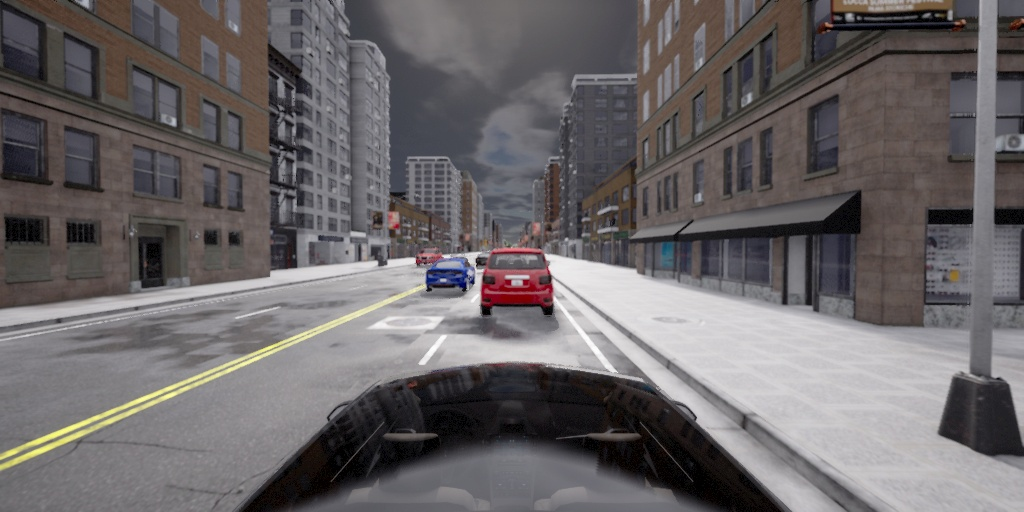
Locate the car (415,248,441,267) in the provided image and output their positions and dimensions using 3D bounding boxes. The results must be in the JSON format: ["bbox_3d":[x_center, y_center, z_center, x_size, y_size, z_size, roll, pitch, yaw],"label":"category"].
[{"bbox_3d":[-9.502,0.128,41.523,2.150,2.045,5.566,0,1,1],"label":"car"}]

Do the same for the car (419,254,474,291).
[{"bbox_3d":[-3.014,0.873,18.340,1.882,1.535,5.008,0,1,1],"label":"car"}]

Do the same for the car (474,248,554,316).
[{"bbox_3d":[0.174,0.745,12.328,2.150,2.045,5.566,0,1,1],"label":"car"}]
